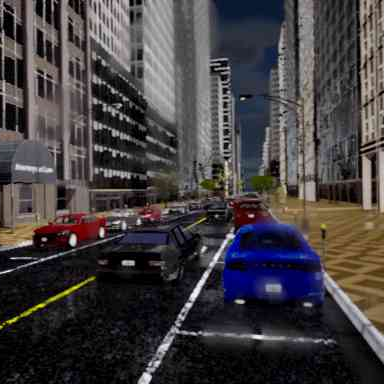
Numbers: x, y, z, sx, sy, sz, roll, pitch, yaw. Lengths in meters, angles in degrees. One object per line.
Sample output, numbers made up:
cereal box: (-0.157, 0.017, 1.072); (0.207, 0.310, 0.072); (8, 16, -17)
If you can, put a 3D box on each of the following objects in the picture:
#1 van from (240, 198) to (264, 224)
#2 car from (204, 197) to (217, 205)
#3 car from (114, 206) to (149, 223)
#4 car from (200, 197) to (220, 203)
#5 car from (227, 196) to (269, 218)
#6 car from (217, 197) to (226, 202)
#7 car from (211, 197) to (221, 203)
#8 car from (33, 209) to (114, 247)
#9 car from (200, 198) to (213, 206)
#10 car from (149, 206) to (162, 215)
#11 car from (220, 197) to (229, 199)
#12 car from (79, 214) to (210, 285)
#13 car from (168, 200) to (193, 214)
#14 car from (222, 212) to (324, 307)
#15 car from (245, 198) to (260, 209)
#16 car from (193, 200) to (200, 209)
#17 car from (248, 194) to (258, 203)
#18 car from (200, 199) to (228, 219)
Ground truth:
van: (4.619, 1.407, 25.590); (1.690, 1.788, 3.998); (-2, 0, 11)
car: (3.655, 1.743, 66.236); (1.967, 1.590, 4.097); (-2, 0, 11)
car: (-4.653, 1.745, 21.532); (2.008, 1.369, 4.403); (-2, 0, 11)
car: (2.851, 1.760, 47.140); (2.033, 1.411, 5.357); (-1, 0, 11)
car: (3.580, 1.367, 20.002); (2.192, 1.841, 5.009); (-2, 0, 11)
car: (7.813, 1.922, 88.587); (1.947, 1.339, 4.313); (-2, 0, 11)
car: (5.704, 1.855, 77.244); (1.752, 1.417, 4.829); (-2, 0, 11)
car: (-5.691, 1.726, 15.944); (1.887, 1.381, 4.507); (-2, 0, 11)
car: (2.620, 1.872, 60.647); (1.802, 1.307, 4.206); (-2, 0, 11)
car: (-3.613, 1.790, 27.120); (1.802, 1.307, 4.206); (-2, 0, 11)
car: (5.356, 1.508, 44.216); (2.097, 1.767, 4.553); (-1, 0, 11)
car: (-0.939, 1.617, 9.784); (2.033, 1.411, 5.357); (-1, 0, 11)
car: (-1.536, 1.787, 38.296); (2.008, 1.369, 4.403); (-2, 0, 11)
car: (1.837, 1.493, 8.099); (1.882, 1.535, 5.008); (-1, 0, 11)
car: (8.780, 1.671, 47.940); (2.008, 1.369, 4.403); (-2, 0, 11)
car: (0.542, 1.814, 49.471); (2.008, 1.369, 4.403); (-2, 0, 11)
car: (13.967, 1.503, 75.882); (2.192, 1.841, 5.009); (-2, 0, 11)
car: (2.299, 1.604, 27.212); (2.128, 1.511, 4.902); (-1, 0, 11)
